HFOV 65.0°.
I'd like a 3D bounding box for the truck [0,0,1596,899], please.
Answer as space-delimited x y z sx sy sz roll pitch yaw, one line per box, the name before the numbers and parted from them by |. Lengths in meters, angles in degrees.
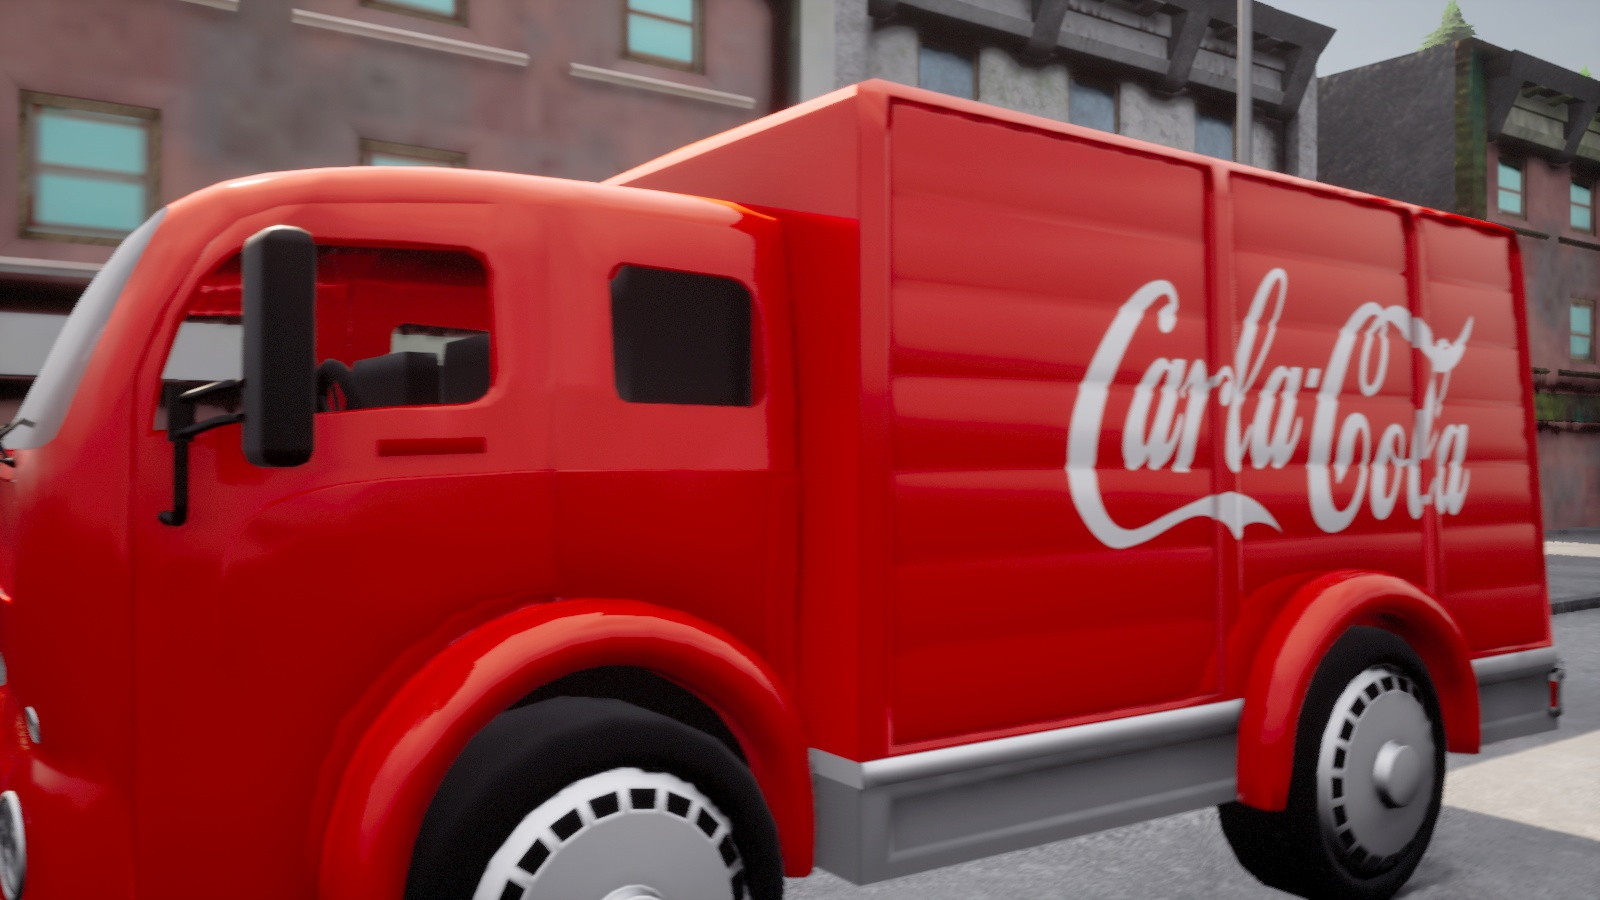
truck | 0.138 0.268 4.366 5.204 2.467 2.627 0 0 -35
